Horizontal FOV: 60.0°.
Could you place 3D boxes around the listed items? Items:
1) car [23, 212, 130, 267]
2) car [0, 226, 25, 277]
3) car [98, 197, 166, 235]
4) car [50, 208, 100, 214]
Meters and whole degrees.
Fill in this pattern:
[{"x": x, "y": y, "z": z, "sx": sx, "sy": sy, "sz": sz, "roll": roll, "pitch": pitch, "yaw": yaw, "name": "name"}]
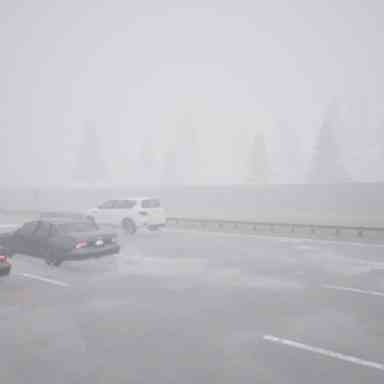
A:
[{"x": -4.891, "y": 1.632, "z": 11.753, "sx": 5.357, "sy": 1.411, "sz": 2.033, "roll": -1, "pitch": 0, "yaw": 36, "name": "car"}, {"x": -6.909, "y": 1.632, "z": 8.895, "sx": 5.357, "sy": 1.411, "sz": 2.033, "roll": -1, "pitch": 0, "yaw": 36, "name": "car"}, {"x": -4.096, "y": 1.337, "z": 19.806, "sx": 5.566, "sy": 2.045, "sz": 2.150, "roll": -1, "pitch": 0, "yaw": 36, "name": "car"}, {"x": -7.204, "y": 1.691, "z": 17.724, "sx": 4.181, "sy": 1.385, "sz": 1.994, "roll": -1, "pitch": 0, "yaw": 36, "name": "car"}]
